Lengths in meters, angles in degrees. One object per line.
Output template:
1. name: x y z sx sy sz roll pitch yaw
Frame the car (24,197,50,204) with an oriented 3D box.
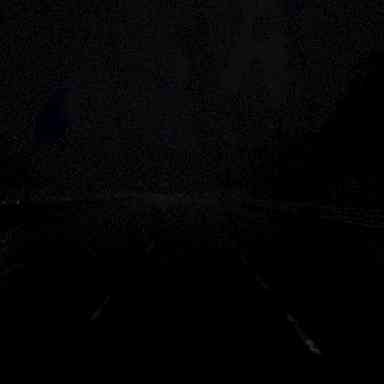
1. car: -21.078 1.689 46.337 1.994 1.385 4.181 0 0 0

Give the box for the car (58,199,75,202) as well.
1. car: -17.583 1.652 46.654 1.812 1.442 4.674 0 0 0

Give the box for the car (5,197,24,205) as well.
1. car: -24.576 1.482 47.205 2.097 1.767 4.553 0 0 0
